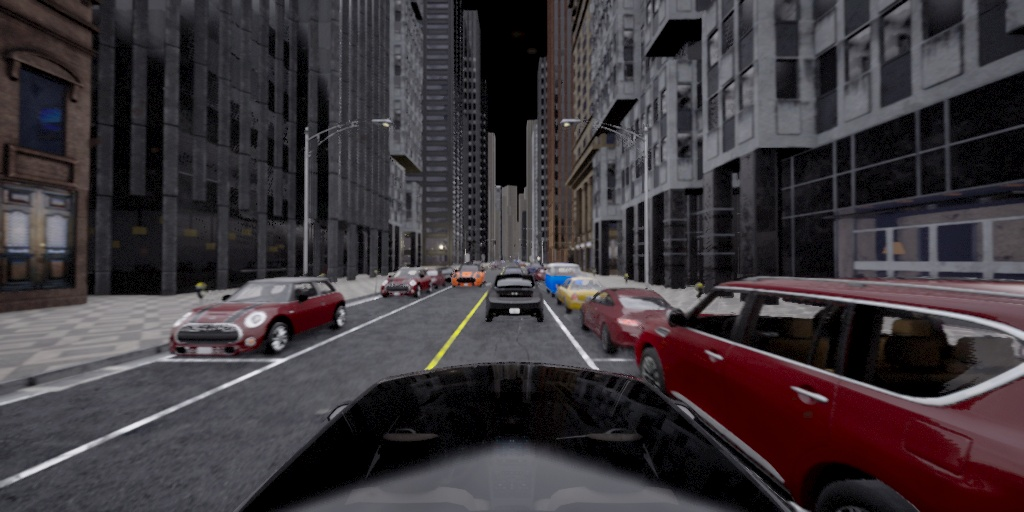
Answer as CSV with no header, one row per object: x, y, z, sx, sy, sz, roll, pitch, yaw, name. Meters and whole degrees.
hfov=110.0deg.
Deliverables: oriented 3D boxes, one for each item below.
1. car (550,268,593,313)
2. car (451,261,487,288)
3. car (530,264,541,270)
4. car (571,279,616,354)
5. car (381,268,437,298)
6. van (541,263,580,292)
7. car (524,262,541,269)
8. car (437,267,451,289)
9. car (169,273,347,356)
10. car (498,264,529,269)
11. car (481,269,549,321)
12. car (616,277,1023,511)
2.765,1.414,14.496,1.751,1.417,4.829,0,0,0,car
-3.096,1.375,26.425,2.097,1.767,4.553,0,-1,0,car
2.768,1.657,31.131,1.802,1.307,4.207,0,0,0,car
2.764,1.409,8.724,1.802,1.307,4.207,0,0,0,car
-5.759,1.390,19.914,1.967,1.591,4.097,0,0,0,car
2.766,1.292,19.927,1.690,1.789,3.998,0,0,0,van
3.007,1.588,45.542,2.097,1.767,4.553,0,-1,0,car
-5.758,1.595,25.514,1.802,1.307,4.207,0,0,0,car
-5.761,1.267,8.711,1.967,1.591,4.097,0,0,0,car
0.100,1.614,30.341,2.033,1.411,5.357,0,-1,0,car
0.089,1.380,12.973,1.837,1.490,4.892,0,0,0,car
2.764,1.080,3.122,2.192,1.841,5.009,0,0,0,car
